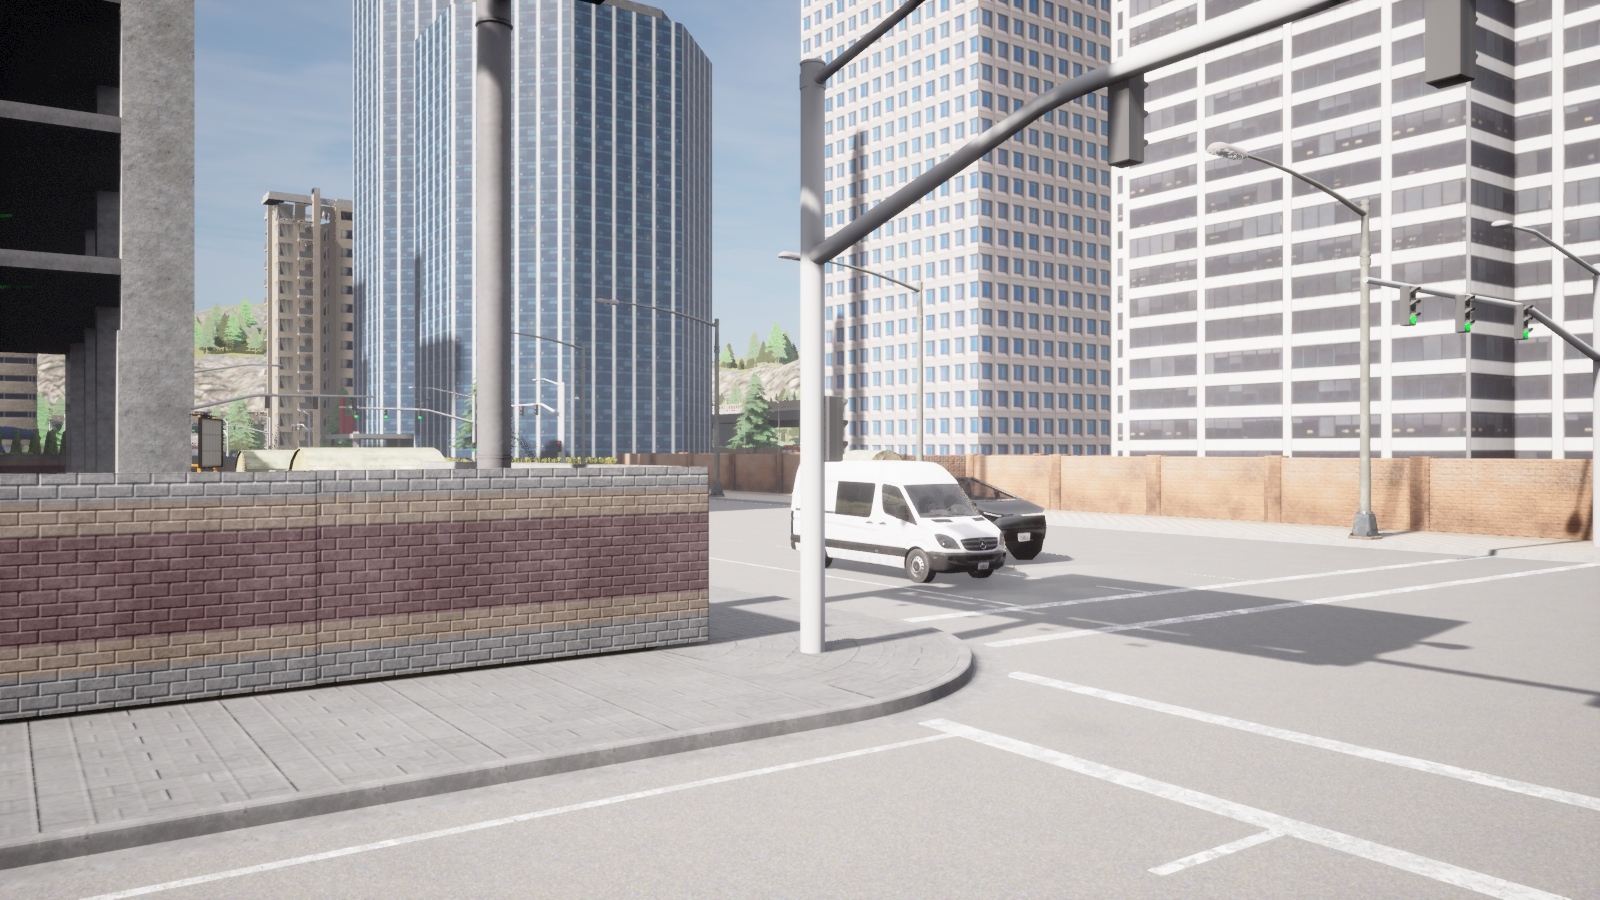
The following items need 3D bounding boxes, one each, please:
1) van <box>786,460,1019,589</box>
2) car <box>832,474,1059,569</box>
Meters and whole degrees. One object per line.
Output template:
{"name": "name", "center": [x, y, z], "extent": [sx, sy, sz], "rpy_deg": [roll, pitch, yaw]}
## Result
{"name": "van", "center": [2.162, 1.533, 26.216], "extent": [1.988, 2.561, 5.915], "rpy_deg": [0, 0, -35]}
{"name": "car", "center": [3.654, 1.752, 30.193], "extent": [2.390, 2.098, 6.274], "rpy_deg": [0, 0, -35]}
